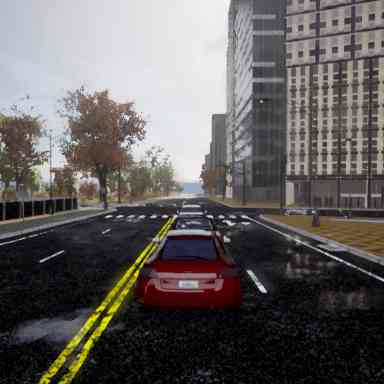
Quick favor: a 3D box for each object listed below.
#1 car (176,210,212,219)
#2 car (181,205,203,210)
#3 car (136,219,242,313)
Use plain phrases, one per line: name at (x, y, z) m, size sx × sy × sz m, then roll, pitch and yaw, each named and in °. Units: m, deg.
car at (0.077, 1.594, 12.992) m, size 1.895 × 1.301 × 4.718 m, roll 0°, pitch 0°, yaw 0°
car at (-0.004, 1.540, 21.232) m, size 2.033 × 1.411 × 5.357 m, roll 0°, pitch 0°, yaw 0°
car at (-0.022, 1.559, 7.744) m, size 1.994 × 1.385 × 4.181 m, roll 0°, pitch 0°, yaw 1°
